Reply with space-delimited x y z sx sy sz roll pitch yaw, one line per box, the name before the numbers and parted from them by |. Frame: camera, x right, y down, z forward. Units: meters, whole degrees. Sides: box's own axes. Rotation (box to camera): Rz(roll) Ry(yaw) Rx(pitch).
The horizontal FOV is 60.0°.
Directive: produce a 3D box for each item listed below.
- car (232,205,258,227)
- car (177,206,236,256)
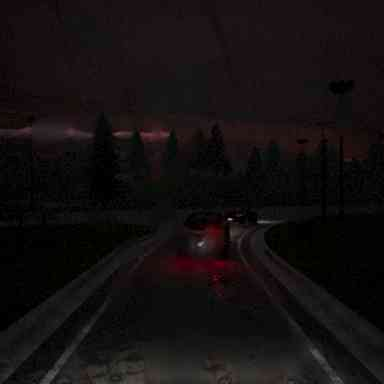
car | 3.368 1.656 23.760 1.812 1.442 4.674 0 0 24
car | 0.615 1.567 13.576 2.128 1.511 4.902 0 0 7
